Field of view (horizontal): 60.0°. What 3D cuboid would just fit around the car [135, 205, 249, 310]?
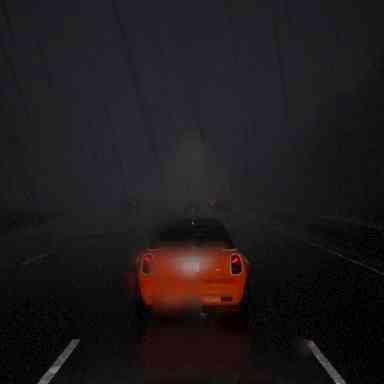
[{"bbox_3d":[0.002,1.352,7.969,2.097,1.767,4.553,0,0,0],"label":"car"}]

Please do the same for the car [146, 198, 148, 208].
[{"bbox_3d":[-6.988,1.564,48.226,1.994,1.385,4.181,0,0,0],"label":"car"}]

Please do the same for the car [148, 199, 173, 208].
[{"bbox_3d":[-3.491,1.478,37.794,1.882,1.535,5.008,0,0,0],"label":"car"}]

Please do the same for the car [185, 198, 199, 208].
[{"bbox_3d":[0.012,1.601,48.287,1.895,1.301,4.718,0,0,0],"label":"car"}]

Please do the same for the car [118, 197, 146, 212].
[{"bbox_3d":[-6.991,1.352,38.148,2.097,1.767,4.553,0,0,0],"label":"car"}]

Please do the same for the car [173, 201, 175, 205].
[{"bbox_3d":[-3.488,1.601,48.258,1.895,1.301,4.718,0,0,0],"label":"car"}]

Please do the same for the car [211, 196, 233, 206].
[{"bbox_3d":[3.509,1.478,37.792,1.882,1.535,5.008,0,0,0],"label":"car"}]

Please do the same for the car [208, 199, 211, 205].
[{"bbox_3d":[3.512,1.352,48.179,2.097,1.767,4.553,0,0,0],"label":"car"}]

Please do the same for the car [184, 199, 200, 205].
[{"bbox_3d":[0.009,1.601,38.239,1.895,1.301,4.718,0,0,0],"label":"car"}]
